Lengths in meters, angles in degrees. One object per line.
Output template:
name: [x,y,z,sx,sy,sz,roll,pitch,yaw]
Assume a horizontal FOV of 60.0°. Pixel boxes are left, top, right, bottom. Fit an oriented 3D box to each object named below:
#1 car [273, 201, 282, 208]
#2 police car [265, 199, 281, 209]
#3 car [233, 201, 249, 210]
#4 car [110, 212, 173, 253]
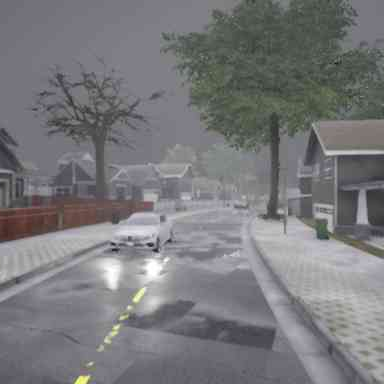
car: [20.235,2.890,78.368,1.801,1.575,5.366,0,-2,18]
police car: [15.082,2.404,63.052,1.930,1.638,5.238,0,-2,20]
car: [8.131,2.187,54.516,1.882,1.535,5.008,0,-1,20]
car: [-1.961,1.605,14.199,1.812,1.442,4.674,0,-1,6]
